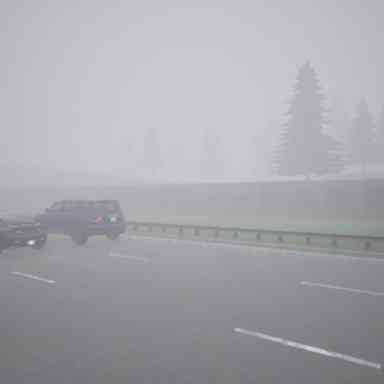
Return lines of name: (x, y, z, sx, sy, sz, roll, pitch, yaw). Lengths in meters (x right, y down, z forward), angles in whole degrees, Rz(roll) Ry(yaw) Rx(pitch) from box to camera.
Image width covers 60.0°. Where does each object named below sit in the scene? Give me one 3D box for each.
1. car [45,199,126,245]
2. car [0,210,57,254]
car: (-5.736, 1.351, 16.557, 5.566, 2.045, 2.150, 0, 0, 35)
car: (-7.986, 1.645, 13.866, 4.892, 1.490, 1.837, 0, 0, 36)
